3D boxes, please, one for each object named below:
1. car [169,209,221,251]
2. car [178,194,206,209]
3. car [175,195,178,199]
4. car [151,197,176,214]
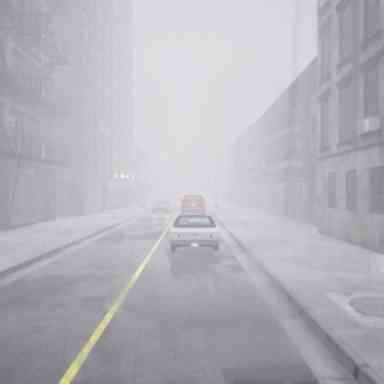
[{"bbox_3d":[0.103,1.596,14.144,1.895,1.301,4.718,0,0,0],"label":"car"},{"bbox_3d":[0.106,1.209,30.823,2.150,2.045,5.566,0,0,0],"label":"car"},{"bbox_3d":[-2.986,1.314,76.582,1.812,1.442,4.674,0,0,0],"label":"car"},{"bbox_3d":[-3.090,1.533,35.070,2.033,1.411,5.357,0,0,0],"label":"car"}]
